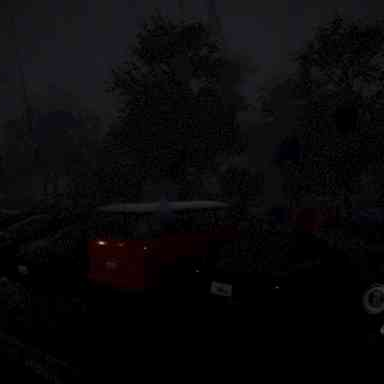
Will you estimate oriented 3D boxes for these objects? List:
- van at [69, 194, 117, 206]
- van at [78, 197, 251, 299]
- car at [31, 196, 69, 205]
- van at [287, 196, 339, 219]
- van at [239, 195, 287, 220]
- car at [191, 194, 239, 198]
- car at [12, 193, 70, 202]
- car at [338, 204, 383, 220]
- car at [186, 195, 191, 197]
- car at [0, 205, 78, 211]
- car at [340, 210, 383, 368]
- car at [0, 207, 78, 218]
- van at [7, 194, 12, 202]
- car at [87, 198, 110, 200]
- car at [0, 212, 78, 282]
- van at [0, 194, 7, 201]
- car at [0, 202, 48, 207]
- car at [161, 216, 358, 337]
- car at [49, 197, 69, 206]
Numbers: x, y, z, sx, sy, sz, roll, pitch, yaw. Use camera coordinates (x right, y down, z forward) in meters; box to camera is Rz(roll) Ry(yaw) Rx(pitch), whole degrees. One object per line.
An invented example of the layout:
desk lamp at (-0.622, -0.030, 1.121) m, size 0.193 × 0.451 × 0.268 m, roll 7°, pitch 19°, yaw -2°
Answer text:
van at (-8.539, 1.215, 30.560) m, size 1.878 × 1.987 × 4.442 m, roll 0°, pitch 0°, yaw 36°
van at (-0.397, 1.245, 8.585) m, size 1.878 × 1.987 × 4.442 m, roll 0°, pitch 0°, yaw 36°
car at (-13.006, 1.433, 33.624) m, size 2.097 × 1.535 × 5.008 m, roll 0°, pitch 0°, yaw 36°
van at (7.302, 1.242, 19.159) m, size 1.878 × 1.987 × 4.442 m, roll 0°, pitch 0°, yaw 36°
van at (4.917, 1.238, 20.588) m, size 1.878 × 1.987 × 4.442 m, roll 0°, pitch 0°, yaw 36°
car at (2.721, 1.209, 22.278) m, size 2.435 × 2.045 × 5.566 m, roll 0°, pitch 0°, yaw 36°
car at (-15.369, 1.178, 35.296) m, size 2.435 × 2.045 × 5.566 m, roll 0°, pitch 0°, yaw 36°
car at (9.485, 1.471, 17.451) m, size 2.097 × 1.535 × 5.008 m, roll 0°, pitch 0°, yaw 36°
car at (0.473, 1.205, 23.896) m, size 2.435 × 2.045 × 5.566 m, roll 0°, pitch 0°, yaw 36°
car at (-7.243, 1.488, 13.332) m, size 2.163 × 1.488 × 4.792 m, roll 0°, pitch 0°, yaw 36°
car at (4.057, 1.355, 5.274) m, size 2.185 × 1.767 × 4.553 m, roll 0°, pitch 0°, yaw 36°
car at (-4.989, 1.492, 11.711) m, size 2.163 × 1.488 × 4.792 m, roll 0°, pitch 0°, yaw 36°
van at (-17.533, 1.199, 37.032) m, size 1.878 × 1.987 × 4.442 m, roll 0°, pitch 0°, yaw 36°
car at (-6.357, 1.484, 28.849) m, size 2.002 × 1.452 × 4.674 m, roll 0°, pitch 0°, yaw 36°
car at (-2.736, 1.496, 10.089) m, size 2.163 × 1.488 × 4.792 m, roll 0°, pitch 0°, yaw 36°
van at (-19.680, 1.196, 38.577) m, size 1.878 × 1.987 × 4.442 m, roll 0°, pitch 0°, yaw 36°
car at (-9.588, 1.452, 14.827) m, size 1.946 × 1.575 × 5.366 m, roll 0°, pitch 0°, yaw 36°
car at (1.805, 1.504, 6.893) m, size 2.163 × 1.488 × 4.792 m, roll 0°, pitch 0°, yaw 36°
car at (-10.755, 1.477, 32.008) m, size 2.002 × 1.452 × 4.674 m, roll 0°, pitch 0°, yaw 36°
